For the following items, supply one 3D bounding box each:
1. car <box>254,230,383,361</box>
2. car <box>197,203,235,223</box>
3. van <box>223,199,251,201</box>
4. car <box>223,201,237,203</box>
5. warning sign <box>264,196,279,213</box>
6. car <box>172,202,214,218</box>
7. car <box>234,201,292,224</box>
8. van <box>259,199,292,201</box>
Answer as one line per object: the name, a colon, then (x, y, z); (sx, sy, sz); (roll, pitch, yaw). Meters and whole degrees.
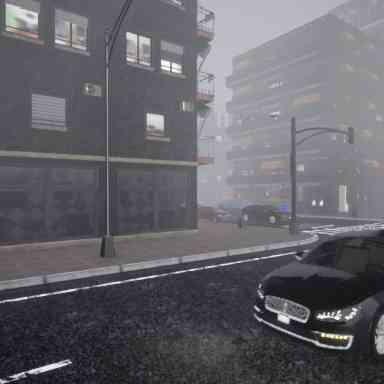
car: (3.236, 1.504, 6.020); (4.892, 1.490, 1.837); (0, 0, -36)
car: (1.653, 1.874, 28.643); (1.802, 1.307, 4.206); (-1, 0, -37)
van: (5.038, 1.676, 38.090); (1.690, 1.788, 3.998); (-1, 0, -37)
car: (3.034, 1.943, 36.402); (1.895, 1.301, 4.718); (0, -1, -36)
warning sign: (8.849, 1.400, 36.979); (1.300, 1.860, 1.060); (1, 0, -37)
car: (0.058, 1.869, 35.110); (1.837, 1.490, 4.892); (0, -1, -36)
car: (6.015, 1.737, 27.078); (1.837, 1.490, 4.892); (0, -1, -35)
van: (8.372, 1.602, 33.588); (1.690, 1.788, 3.998); (-1, 0, -37)
